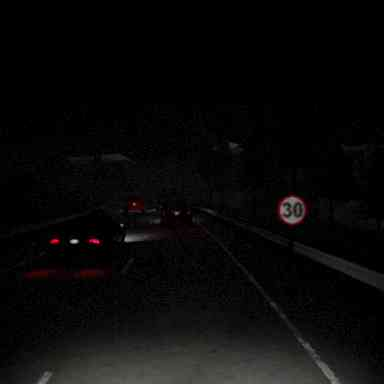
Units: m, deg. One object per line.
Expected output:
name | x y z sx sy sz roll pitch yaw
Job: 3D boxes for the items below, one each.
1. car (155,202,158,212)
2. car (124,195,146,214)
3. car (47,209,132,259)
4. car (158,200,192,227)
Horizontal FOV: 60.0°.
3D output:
car | -3.501 1.720 41.251 2.033 1.411 5.357 0 0 -10
car | -6.379 1.382 37.137 2.150 2.045 5.566 0 0 -9
car | -3.819 1.605 12.878 2.033 1.411 5.357 0 0 -3
car | -1.190 1.450 23.692 2.097 1.767 4.553 0 0 -5
